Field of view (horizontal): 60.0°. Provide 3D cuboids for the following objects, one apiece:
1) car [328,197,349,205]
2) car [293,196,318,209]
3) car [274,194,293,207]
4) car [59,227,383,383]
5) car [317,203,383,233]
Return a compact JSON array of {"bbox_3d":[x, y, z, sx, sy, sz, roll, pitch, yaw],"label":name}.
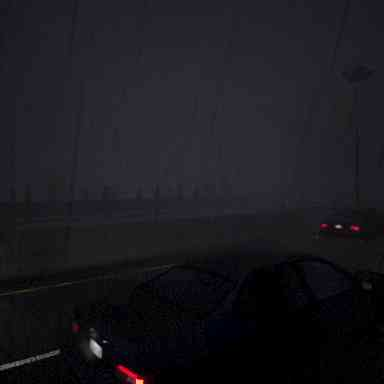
[{"bbox_3d":[17.391,1.309,39.450,1.994,1.385,4.181,0,0,30],"label":"car"},{"bbox_3d":[14.310,1.291,41.075,1.812,1.442,4.674,0,0,30],"label":"car"},{"bbox_3d":[12.682,1.117,45.317,2.097,1.767,4.553,0,0,28],"label":"car"},{"bbox_3d":[1.054,1.527,4.738,5.357,1.411,2.033,-1,0,-38],"label":"car"},{"bbox_3d":[7.716,1.442,15.267,5.357,1.411,2.033,-1,0,-45],"label":"car"}]
